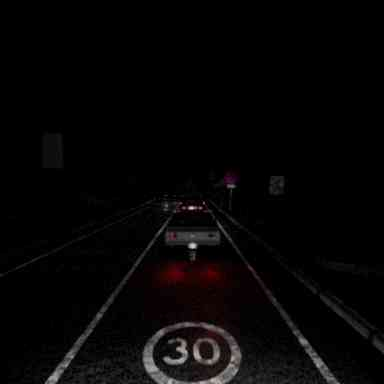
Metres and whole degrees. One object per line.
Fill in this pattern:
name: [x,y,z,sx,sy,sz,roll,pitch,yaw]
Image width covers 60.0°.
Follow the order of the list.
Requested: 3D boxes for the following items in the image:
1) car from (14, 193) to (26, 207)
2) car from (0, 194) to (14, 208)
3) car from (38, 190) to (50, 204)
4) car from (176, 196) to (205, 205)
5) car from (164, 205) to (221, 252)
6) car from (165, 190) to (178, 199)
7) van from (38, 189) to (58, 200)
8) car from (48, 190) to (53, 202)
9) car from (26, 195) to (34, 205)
car: [-22.096,0.949,37.760,4.892,1.521,2.231,0,1,0]
car: [-22.105,0.986,34.985,5.008,1.535,2.097,0,1,0]
car: [-21.923,0.868,43.308,5.366,1.575,1.946,0,1,0]
car: [0.030,1.154,26.425,2.033,1.411,5.357,0,1,0]
car: [0.042,1.418,12.965,1.895,1.301,4.718,0,1,1]
car: [-3.316,0.419,53.869,1.837,1.490,4.892,0,2,0]
van: [-21.998,0.569,48.856,4.442,1.987,1.878,0,1,0]
car: [-22.142,0.862,46.086,4.792,1.488,2.163,0,1,0]
car: [-22.135,0.938,40.534,4.792,1.488,2.163,0,1,0]
